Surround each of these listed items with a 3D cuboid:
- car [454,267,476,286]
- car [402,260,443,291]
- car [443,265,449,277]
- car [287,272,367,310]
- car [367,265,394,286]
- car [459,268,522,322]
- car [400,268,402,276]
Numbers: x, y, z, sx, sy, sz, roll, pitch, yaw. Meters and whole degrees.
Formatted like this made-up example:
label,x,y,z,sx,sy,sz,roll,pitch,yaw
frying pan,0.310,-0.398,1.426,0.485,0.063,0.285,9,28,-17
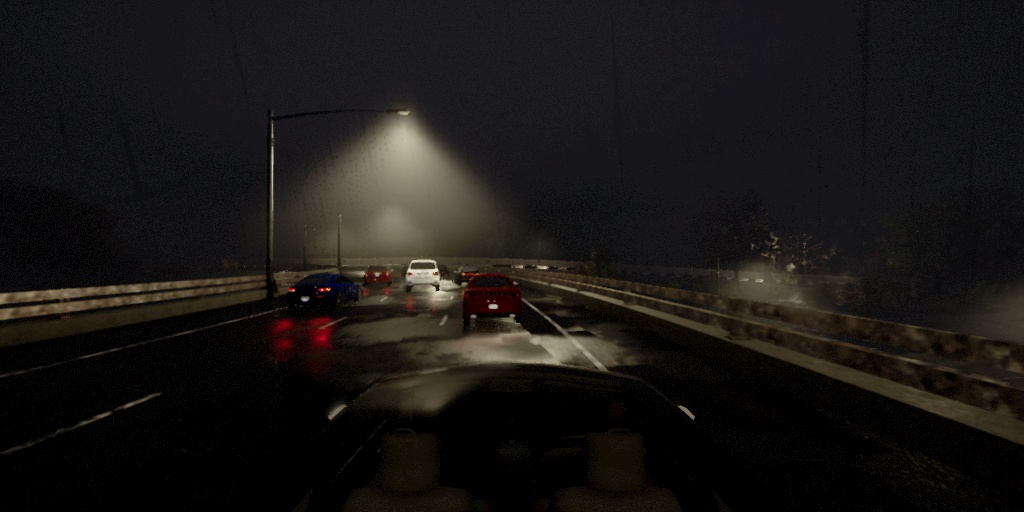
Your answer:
label,x,y,z,sx,sy,sz,roll,pitch,yaw
car,-3.702,1.626,29.632,2.128,1.511,4.902,0,-1,-14
car,-6.176,1.309,25.098,2.150,2.045,5.566,0,0,-13
car,-9.444,1.857,46.286,1.882,1.535,5.008,0,-1,-23
car,-8.192,1.498,15.967,1.812,1.442,4.674,0,-1,-7
car,-11.132,1.528,30.234,2.097,1.767,4.553,0,0,-15
car,-0.798,1.381,13.062,1.882,1.535,5.008,0,-1,-6
car,-12.939,1.887,45.543,1.837,1.490,4.892,0,-1,-23
